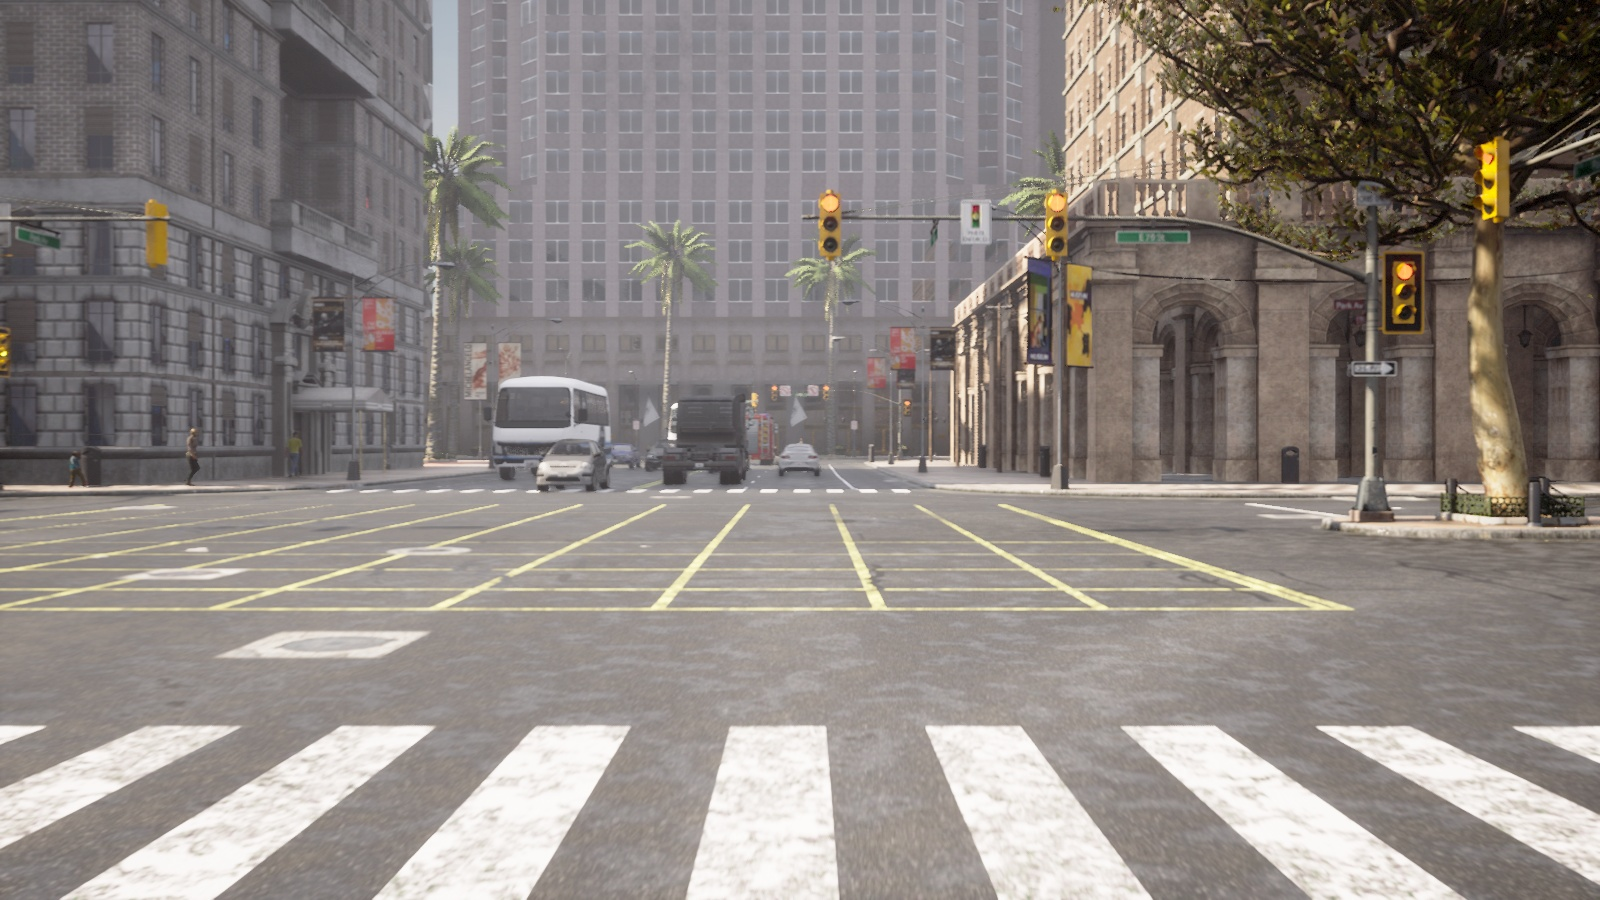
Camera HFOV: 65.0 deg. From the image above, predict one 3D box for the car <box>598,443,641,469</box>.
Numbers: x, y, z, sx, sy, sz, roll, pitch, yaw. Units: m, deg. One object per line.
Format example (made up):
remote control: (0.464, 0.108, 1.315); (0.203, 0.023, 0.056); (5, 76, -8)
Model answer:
car: (-10.452, 0.339, 72.948); (1.812, 1.442, 4.674); (0, 0, 1)

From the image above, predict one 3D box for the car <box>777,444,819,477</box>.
car: (-0.080, 0.443, 57.415); (1.812, 1.442, 4.674); (0, 0, 0)

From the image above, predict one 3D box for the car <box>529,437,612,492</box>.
car: (-7.059, 0.410, 39.012); (1.851, 1.617, 3.988); (0, 0, 0)

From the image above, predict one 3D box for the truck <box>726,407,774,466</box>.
truck: (-3.336, -0.918, 86.355); (2.891, 3.827, 8.468); (0, 0, 1)

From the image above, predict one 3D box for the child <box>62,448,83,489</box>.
child: (-21.589, 0.540, 37.258); (0.448, 1.192, 0.343); (0, 0, -11)

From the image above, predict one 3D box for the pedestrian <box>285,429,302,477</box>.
pedestrian: (-19.575, 0.098, 48.522); (0.354, 1.836, 0.706); (0, 0, 3)

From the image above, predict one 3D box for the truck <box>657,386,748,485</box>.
truck: (-3.575, -0.517, 48.041); (2.891, 3.462, 7.936); (0, 0, 0)

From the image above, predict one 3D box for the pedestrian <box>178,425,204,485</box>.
pedestrian: (-18.671, 0.157, 38.496); (0.634, 1.846, 0.331); (0, 0, -8)

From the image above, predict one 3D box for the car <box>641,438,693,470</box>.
car: (-7.015, 0.198, 66.775); (2.242, 1.667, 4.611); (0, 0, 0)

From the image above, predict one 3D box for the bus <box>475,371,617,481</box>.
bus: (-10.578, -0.952, 53.754); (3.944, 4.253, 10.273); (0, 0, 0)

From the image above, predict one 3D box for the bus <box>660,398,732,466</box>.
bus: (-6.849, -1.124, 84.493); (3.944, 4.253, 10.273); (0, 0, 0)
